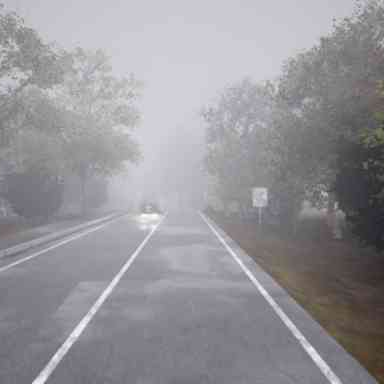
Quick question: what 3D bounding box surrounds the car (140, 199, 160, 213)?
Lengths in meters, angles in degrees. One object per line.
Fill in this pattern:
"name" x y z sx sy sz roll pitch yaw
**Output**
"car" -4.544 1.498 36.370 2.128 1.511 4.902 0 -1 -1
